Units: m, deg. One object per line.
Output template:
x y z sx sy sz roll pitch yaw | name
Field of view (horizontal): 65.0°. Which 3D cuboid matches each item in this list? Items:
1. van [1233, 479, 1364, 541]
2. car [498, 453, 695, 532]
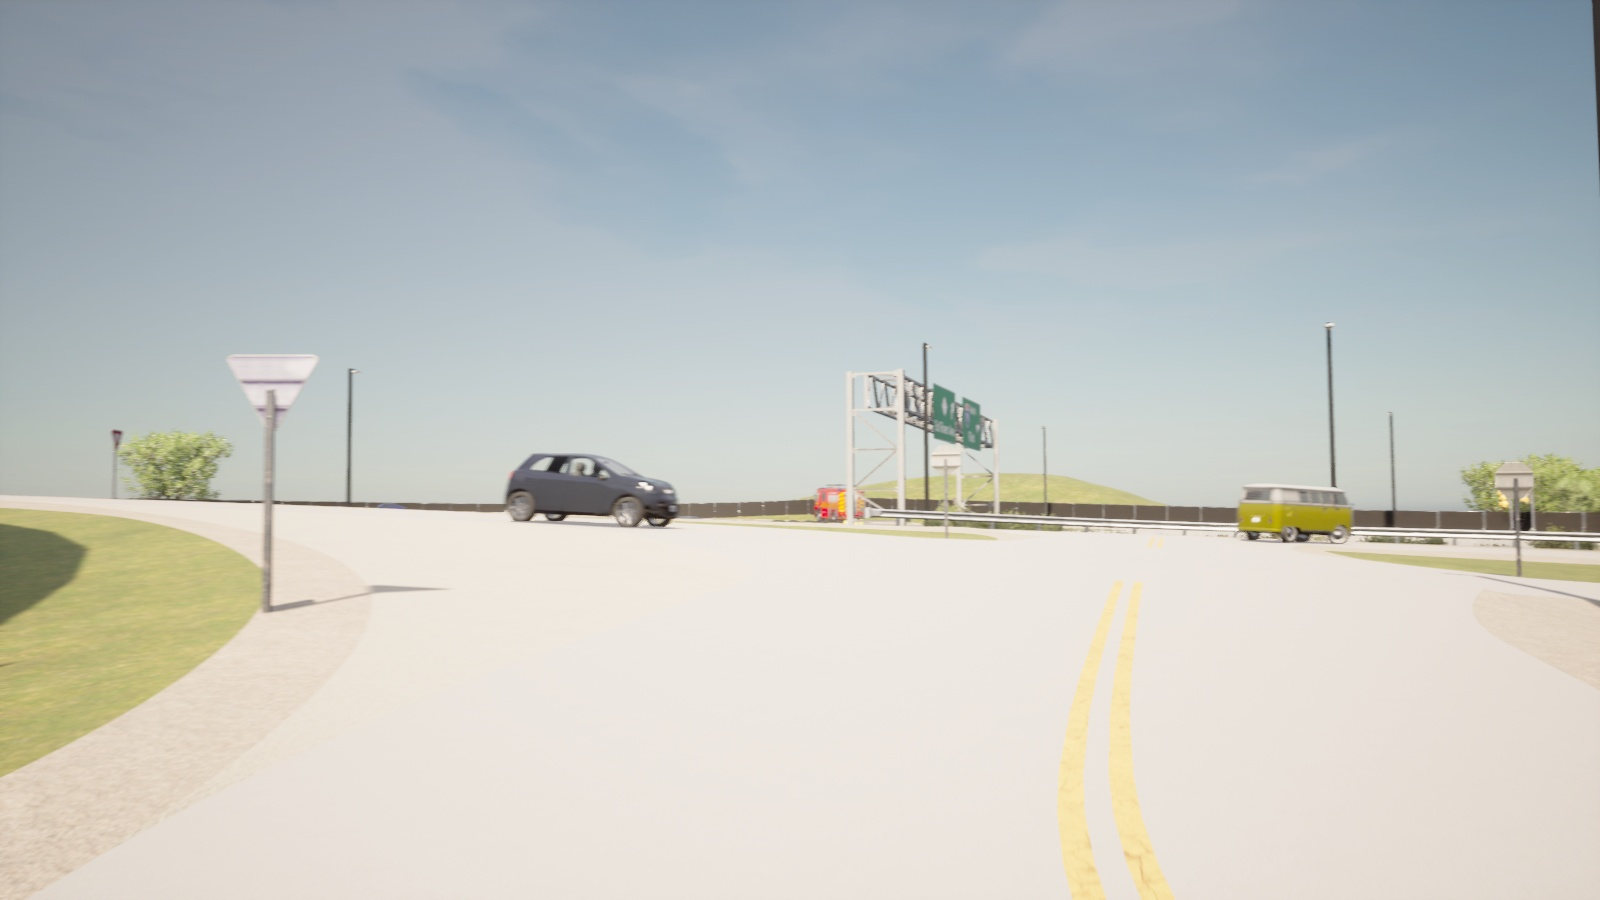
17.243 2.077 43.413 4.442 1.987 1.775 4 -3 -29 | van
-4.295 0.908 26.721 3.633 1.501 1.845 1 -2 19 | car
